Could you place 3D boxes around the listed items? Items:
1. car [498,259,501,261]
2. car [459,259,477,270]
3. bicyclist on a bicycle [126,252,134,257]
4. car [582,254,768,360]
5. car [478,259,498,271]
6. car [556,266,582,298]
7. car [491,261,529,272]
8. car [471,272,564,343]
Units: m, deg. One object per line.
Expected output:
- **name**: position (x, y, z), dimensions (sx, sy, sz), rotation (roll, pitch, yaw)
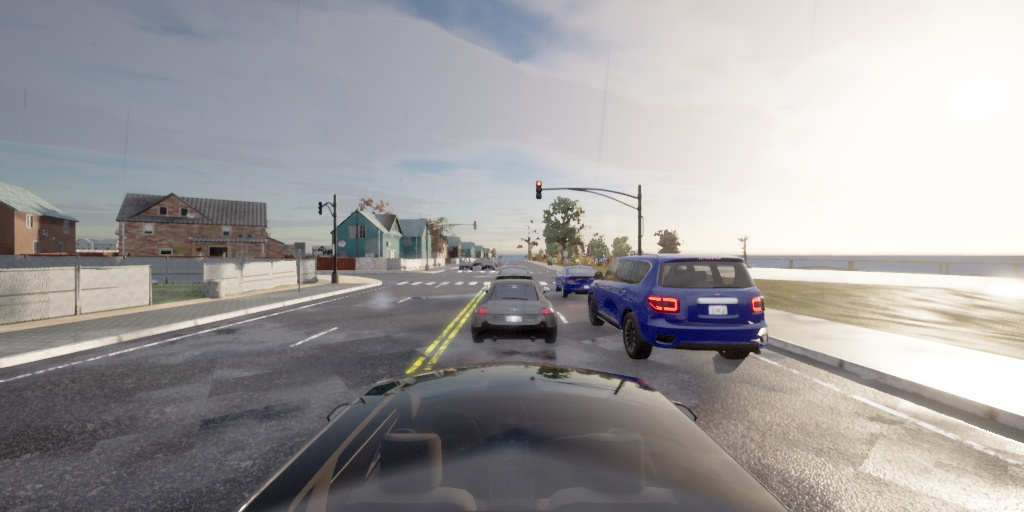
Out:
- **car**: position (-3.298, 1.315, 62.194), dimensions (1.812, 1.442, 4.674), rotation (0, 1, 0)
- **car**: position (-6.600, 1.323, 52.232), dimensions (2.033, 1.411, 5.357), rotation (0, 0, -2)
- **bicyclist on a bicycle**: position (-29.604, 0.543, 27.779), dimensions (0.582, 1.620, 1.656), rotation (1, 0, -35)
- **car**: position (3.348, 0.971, 8.503), dimensions (2.150, 2.045, 5.566), rotation (0, 0, 0)
- **car**: position (-3.321, 1.279, 51.147), dimensions (1.837, 1.490, 4.892), rotation (0, 0, 0)
- **car**: position (3.356, 1.227, 18.441), dimensions (1.882, 1.535, 5.008), rotation (0, 0, 1)
- **car**: position (0.107, 1.228, 18.599), dimensions (1.882, 1.535, 5.008), rotation (0, 0, 0)
- **car**: position (0.088, 1.313, 9.659), dimensions (1.994, 1.385, 4.181), rotation (0, 0, 1)
